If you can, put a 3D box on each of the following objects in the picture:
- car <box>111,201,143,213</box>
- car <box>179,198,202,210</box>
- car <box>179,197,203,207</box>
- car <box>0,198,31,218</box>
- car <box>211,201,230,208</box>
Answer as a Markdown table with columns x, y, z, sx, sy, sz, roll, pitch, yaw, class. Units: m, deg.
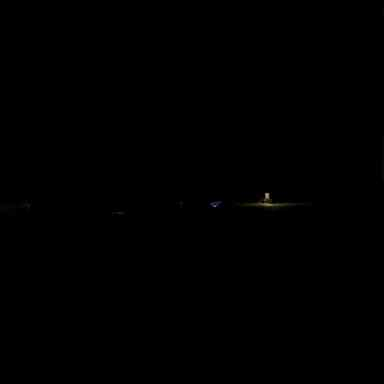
| x | y | z | sx | sy | sz | roll | pitch | yaw | class |
| --- | --- | --- | --- | --- | --- | --- | --- | --- | --- |
| -9.152 | 2.056 | 47.131 | 1.882 | 1.535 | 5.008 | -1 | -1 | 35 | car |
| -0.169 | 2.128 | 55.025 | 2.128 | 1.511 | 4.902 | -1 | -1 | 35 | car |
| -0.078 | 1.731 | 60.082 | 2.097 | 1.767 | 4.553 | -1 | -1 | 35 | car |
| -18.988 | 1.639 | 32.980 | 2.150 | 2.045 | 5.566 | -1 | -1 | 35 | car |
| 5.511 | 2.327 | 63.301 | 1.895 | 1.301 | 4.718 | -1 | -1 | 35 | car |
